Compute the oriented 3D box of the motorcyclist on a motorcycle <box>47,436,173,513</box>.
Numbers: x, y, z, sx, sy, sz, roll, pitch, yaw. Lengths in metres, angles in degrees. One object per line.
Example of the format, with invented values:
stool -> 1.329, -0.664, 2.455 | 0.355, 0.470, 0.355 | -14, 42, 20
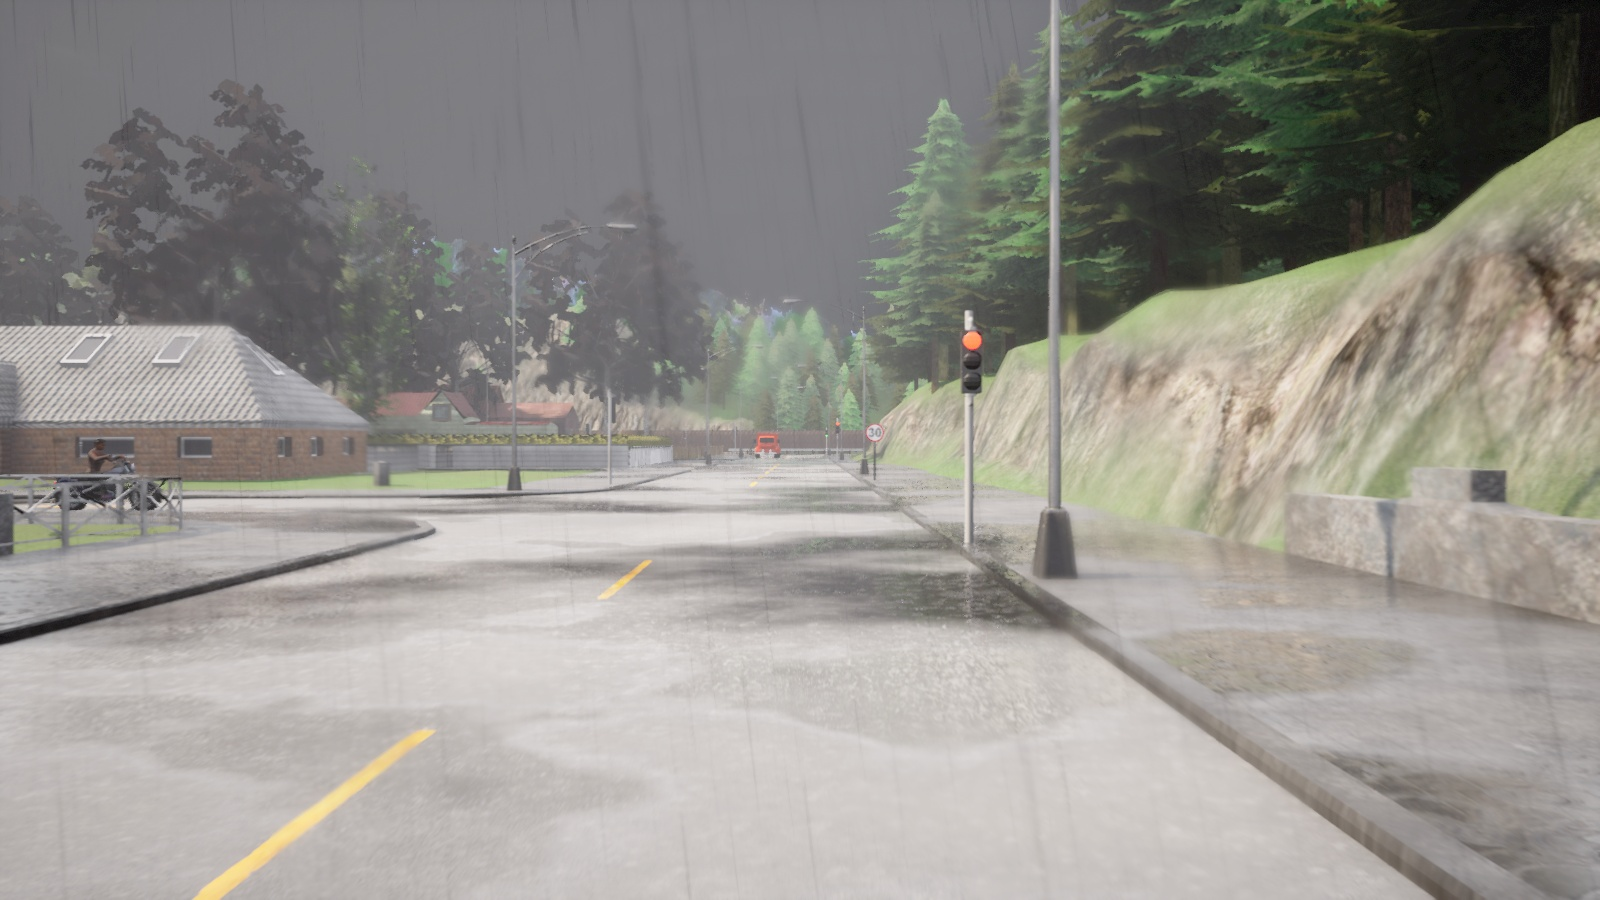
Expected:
motorcyclist on a motorcycle -> -15.097, 0.530, 27.509 | 2.350, 1.649, 0.766 | 0, 0, 0
